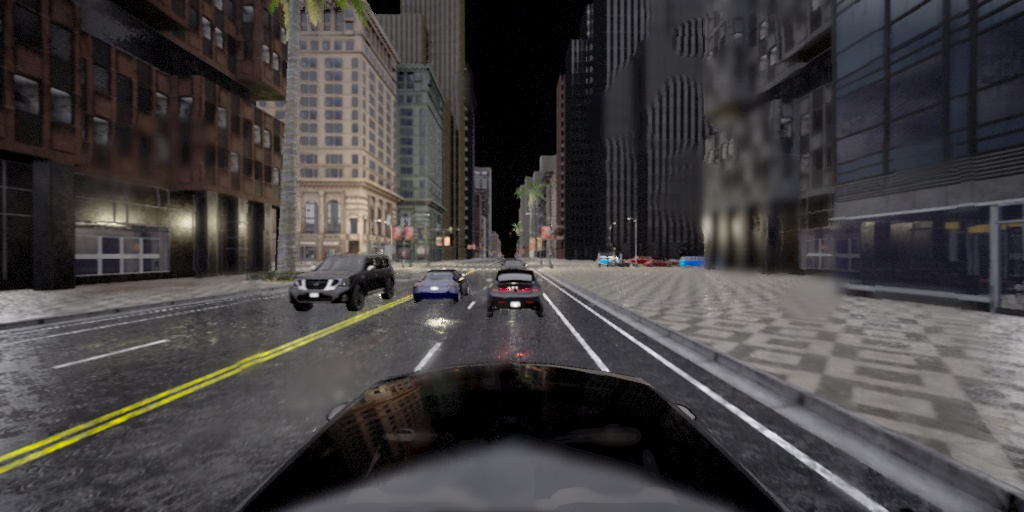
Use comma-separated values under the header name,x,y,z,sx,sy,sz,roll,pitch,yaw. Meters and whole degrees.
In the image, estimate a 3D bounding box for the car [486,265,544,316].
name,x,y,z,sx,sy,sz,roll,pitch,yaw
car,0.100,1.226,13.223,1.837,1.490,4.892,0,0,0

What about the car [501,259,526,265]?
name,x,y,z,sx,sy,sz,roll,pitch,yaw
car,0.102,1.033,30.585,2.097,1.767,4.553,0,0,0

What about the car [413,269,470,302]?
name,x,y,z,sx,sy,sz,roll,pitch,yaw
car,-3.150,1.278,16.582,1.994,1.385,4.181,0,0,0

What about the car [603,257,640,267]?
name,x,y,z,sx,sy,sz,roll,pitch,yaw
car,17.072,1.174,56.055,4.403,1.370,2.007,0,0,0

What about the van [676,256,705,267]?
name,x,y,z,sx,sy,sz,roll,pitch,yaw
van,28.428,0.957,56.058,3.998,1.789,1.690,0,0,0

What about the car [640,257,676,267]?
name,x,y,z,sx,sy,sz,roll,pitch,yaw
car,22.750,1.202,56.056,4.207,1.307,1.802,0,0,0

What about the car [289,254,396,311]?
name,x,y,z,sx,sy,sz,roll,pitch,yaw
car,-6.501,0.930,14.553,2.150,2.045,5.566,0,0,0
